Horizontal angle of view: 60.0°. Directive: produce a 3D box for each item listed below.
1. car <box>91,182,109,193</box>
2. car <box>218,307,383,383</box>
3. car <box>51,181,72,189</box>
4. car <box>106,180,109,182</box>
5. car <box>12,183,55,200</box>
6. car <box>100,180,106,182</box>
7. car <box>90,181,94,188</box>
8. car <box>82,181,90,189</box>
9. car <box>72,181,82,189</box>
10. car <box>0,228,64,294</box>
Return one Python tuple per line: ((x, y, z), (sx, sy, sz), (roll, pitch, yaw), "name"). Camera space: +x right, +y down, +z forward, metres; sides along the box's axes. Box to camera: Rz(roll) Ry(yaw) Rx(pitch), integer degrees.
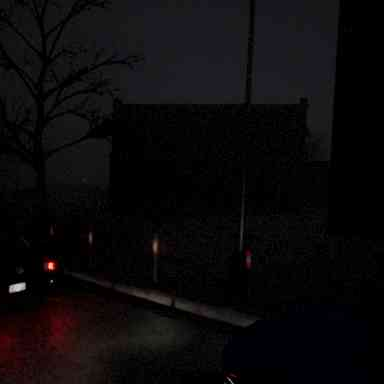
((-15.553, -0.555, 59.947), (1.994, 1.385, 4.181), (3, 2, 21), "car")
((2.498, 1.476, 2.018), (5.008, 1.535, 1.882), (0, 0, 35), "car")
((-26.719, -1.471, 65.558), (4.553, 1.767, 2.185), (3, 2, 20), "car")
((-21.037, -2.032, 81.094), (5.566, 2.045, 2.435), (3, 3, 20), "car")
((-18.342, 0.084, 38.116), (1.882, 1.535, 5.008), (3, 2, 9), "car")
((-22.937, -1.626, 75.928), (4.892, 1.521, 2.231), (3, 3, 20), "car")
((-23.853, -1.677, 73.319), (4.553, 1.767, 2.185), (3, 3, 20), "car")
((-24.842, -1.443, 70.750), (4.674, 1.452, 2.002), (3, 3, 20), "car")
((-25.802, -1.414, 68.167), (5.008, 1.535, 2.097), (3, 2, 20), "car")
((-5.089, 1.521, 7.835), (4.718, 1.301, 1.895), (1, 1, 39), "car")
